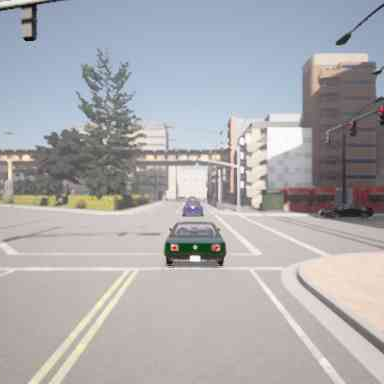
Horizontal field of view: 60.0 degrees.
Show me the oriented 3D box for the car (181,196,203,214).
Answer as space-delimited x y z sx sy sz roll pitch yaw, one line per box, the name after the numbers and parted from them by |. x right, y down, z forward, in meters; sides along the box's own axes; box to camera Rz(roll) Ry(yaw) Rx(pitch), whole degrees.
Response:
0.108 1.591 35.828 2.097 1.767 4.553 0 0 0 | car

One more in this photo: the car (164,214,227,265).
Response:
0.099 1.688 11.956 1.895 1.301 4.718 0 -1 0 | car

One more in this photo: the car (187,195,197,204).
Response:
0.009 1.607 70.771 2.097 1.767 4.553 0 0 0 | car

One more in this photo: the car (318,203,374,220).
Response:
14.406 1.806 31.229 4.902 1.511 2.128 1 0 0 | car
